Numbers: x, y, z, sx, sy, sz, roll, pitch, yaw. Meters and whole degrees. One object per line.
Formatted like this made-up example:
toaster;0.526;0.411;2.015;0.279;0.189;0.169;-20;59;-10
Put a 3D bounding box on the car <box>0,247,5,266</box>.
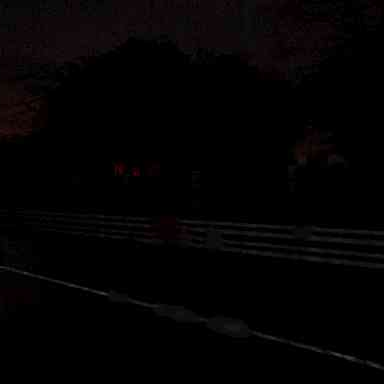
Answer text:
car;-7.194;1.644;9.122;4.718;1.301;1.895;0;0;35
